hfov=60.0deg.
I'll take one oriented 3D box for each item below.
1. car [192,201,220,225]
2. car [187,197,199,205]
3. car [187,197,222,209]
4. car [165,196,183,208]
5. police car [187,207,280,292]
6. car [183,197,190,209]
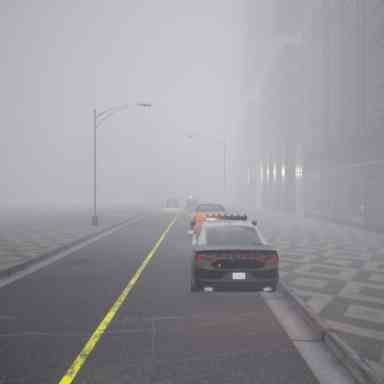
[{"bbox_3d":[0.953,1.496,24.936,1.882,1.535,5.008,0,0,0],"label":"car"},{"bbox_3d":[0.131,1.601,60.397,2.128,1.511,4.902,0,0,0],"label":"car"},{"bbox_3d":[0.938,1.361,18.906,2.097,1.767,4.553,0,0,0],"label":"car"},{"bbox_3d":[-2.891,1.567,49.853,2.128,1.511,4.902,0,0,0],"label":"car"},{"bbox_3d":[0.917,1.427,9.045,1.930,1.638,5.238,0,0,0],"label":"police car"},{"bbox_3d":[0.113,1.667,46.539,1.895,1.301,4.718,0,0,1],"label":"car"}]
